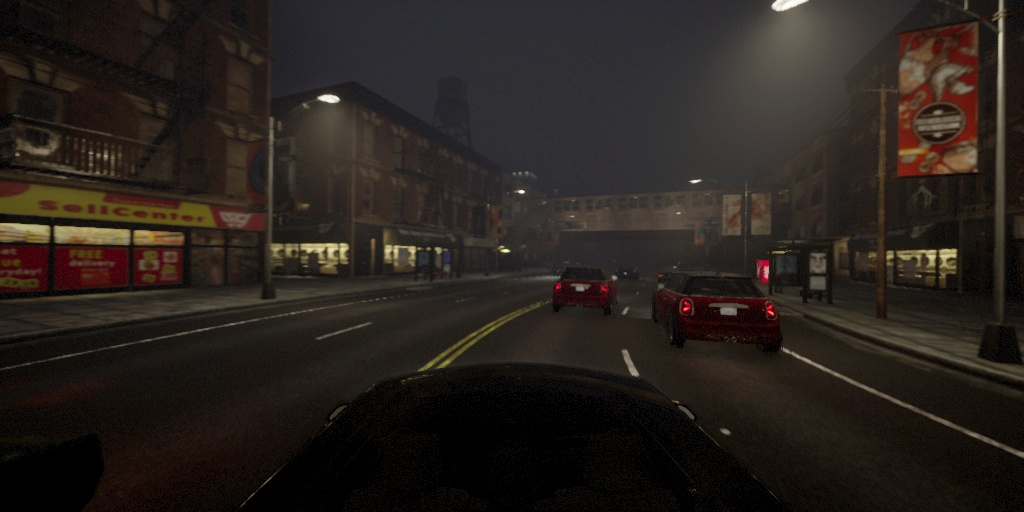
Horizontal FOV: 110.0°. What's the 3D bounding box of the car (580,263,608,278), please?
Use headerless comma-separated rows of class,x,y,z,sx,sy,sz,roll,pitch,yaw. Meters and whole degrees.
car,8.966,1.478,38.709,2.033,1.411,5.357,1,0,23

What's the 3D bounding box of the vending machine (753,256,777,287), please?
vending machine,20.821,1.264,29.529,1.100,2.100,0.880,0,0,23

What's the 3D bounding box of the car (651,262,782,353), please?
car,5.025,1.181,9.483,2.097,1.767,4.553,1,0,15

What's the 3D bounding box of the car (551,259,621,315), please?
car,3.051,1.163,14.326,2.097,1.767,4.553,1,0,19

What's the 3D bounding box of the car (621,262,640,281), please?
car,10.655,1.507,33.141,1.994,1.385,4.181,1,0,22

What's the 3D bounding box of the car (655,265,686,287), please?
car,12.489,1.506,28.451,2.033,1.411,5.357,1,0,23
